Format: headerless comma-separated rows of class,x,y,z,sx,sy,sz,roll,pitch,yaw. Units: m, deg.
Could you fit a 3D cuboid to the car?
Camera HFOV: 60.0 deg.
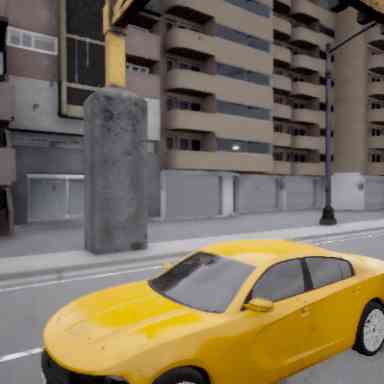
car,0.725,1.430,4.425,5.008,1.535,1.882,-1,1,-33
